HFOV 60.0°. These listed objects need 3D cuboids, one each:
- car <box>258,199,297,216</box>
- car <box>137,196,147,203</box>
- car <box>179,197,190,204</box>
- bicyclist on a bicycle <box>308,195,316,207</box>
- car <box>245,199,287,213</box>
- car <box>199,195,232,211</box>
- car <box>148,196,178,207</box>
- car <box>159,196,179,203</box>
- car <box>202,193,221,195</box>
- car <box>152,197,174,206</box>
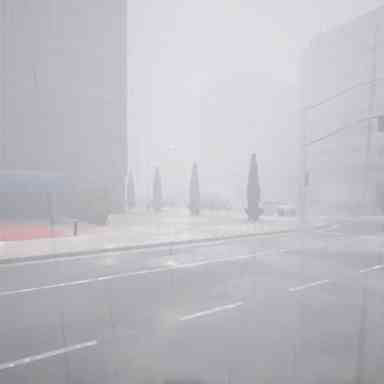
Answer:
[{"bbox_3d":[7.971,1.526,32.309,1.812,1.442,4.674,0,0,-35],"label":"car"},{"bbox_3d":[-9.898,1.520,70.399,2.128,1.511,4.902,0,0,-35],"label":"car"},{"bbox_3d":[0.246,1.352,62.141,2.097,1.767,4.553,0,0,-35],"label":"car"},{"bbox_3d":[16.836,1.301,46.676,1.656,1.620,0.582,0,0,-35],"label":"bicyclist on a bicycle"},{"bbox_3d":[8.371,1.526,37.853,1.812,1.442,4.674,0,0,-35],"label":"car"},{"bbox_3d":[2.685,1.491,39.907,2.128,1.511,4.902,0,0,-35],"label":"car"},{"bbox_3d":[-4.501,1.601,50.244,1.895,1.301,4.718,0,0,-35],"label":"car"},{"bbox_3d":[-4.882,1.601,69.477,1.895,1.301,4.718,0,0,-35],"label":"car"},{"bbox_3d":[3.017,1.216,45.551,2.150,2.045,5.566,0,1,-35],"label":"car"},{"bbox_3d":[-5.028,1.562,57.165,1.994,1.385,4.181,0,0,-35],"label":"car"}]
